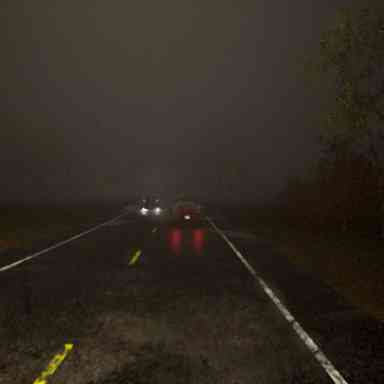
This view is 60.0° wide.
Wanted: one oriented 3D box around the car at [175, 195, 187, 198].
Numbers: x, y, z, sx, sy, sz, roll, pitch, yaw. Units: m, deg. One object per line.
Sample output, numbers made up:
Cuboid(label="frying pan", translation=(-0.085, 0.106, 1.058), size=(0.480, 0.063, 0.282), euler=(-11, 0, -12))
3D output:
Cuboid(label="car", translation=(-1.385, 1.150, 41.663), size=(1.837, 1.490, 4.892), euler=(0, 0, -4))

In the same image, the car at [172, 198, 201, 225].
Cuboid(label="car", translation=(-0.380, 1.351, 22.433), size=(1.812, 1.442, 4.674), euler=(0, 0, -2))

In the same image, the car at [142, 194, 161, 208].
Cuboid(label="car", translation=(-4.919, 1.010, 40.530), size=(2.097, 1.767, 4.553), euler=(0, 1, -4))
